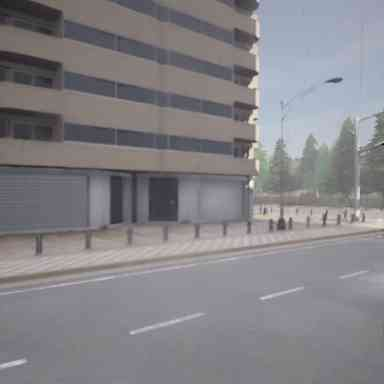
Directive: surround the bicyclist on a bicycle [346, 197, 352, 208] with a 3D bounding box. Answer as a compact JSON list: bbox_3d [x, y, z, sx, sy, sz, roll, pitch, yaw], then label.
[{"bbox_3d":[22.122,1.503,46.767,1.656,1.620,0.582,0,0,-36],"label":"bicyclist on a bicycle"}]
